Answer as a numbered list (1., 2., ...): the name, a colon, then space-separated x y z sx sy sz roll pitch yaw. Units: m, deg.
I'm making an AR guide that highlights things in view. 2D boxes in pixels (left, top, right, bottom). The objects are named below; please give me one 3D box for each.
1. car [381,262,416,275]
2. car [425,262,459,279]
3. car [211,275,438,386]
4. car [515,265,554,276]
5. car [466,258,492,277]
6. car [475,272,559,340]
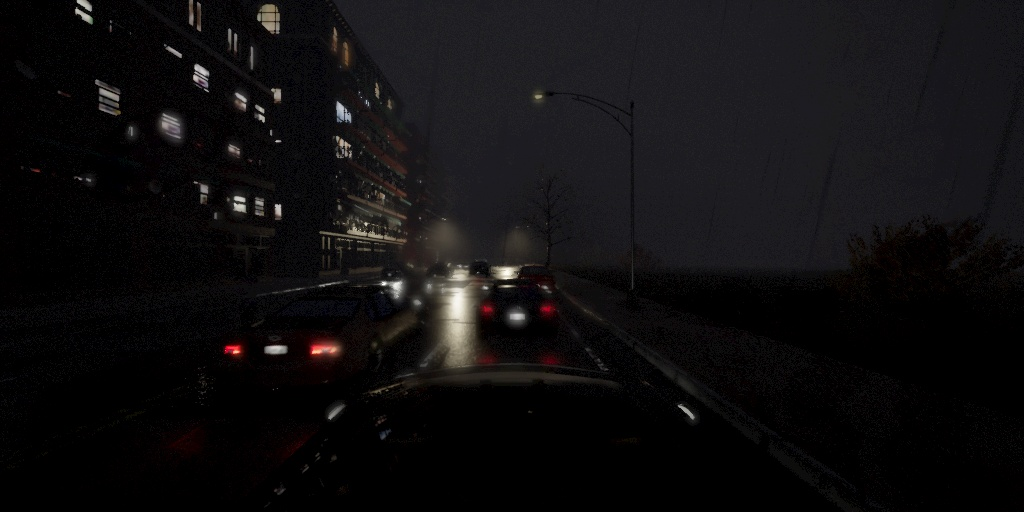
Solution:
1. car: -9.810 1.243 31.226 2.128 1.511 4.902 0 0 0
2. car: -6.557 1.299 33.234 2.033 1.411 5.357 0 0 0
3. car: -3.143 1.298 7.285 2.033 1.411 5.357 0 0 0
4. car: 1.161 1.230 18.876 1.882 1.535 5.008 0 0 0
5. car: -3.102 1.259 35.293 1.837 1.490 4.892 0 1 0
6. car: 0.113 1.315 9.957 1.994 1.385 4.181 0 0 0
